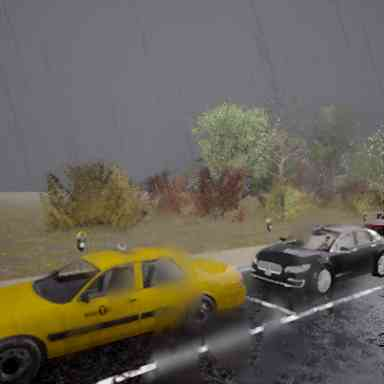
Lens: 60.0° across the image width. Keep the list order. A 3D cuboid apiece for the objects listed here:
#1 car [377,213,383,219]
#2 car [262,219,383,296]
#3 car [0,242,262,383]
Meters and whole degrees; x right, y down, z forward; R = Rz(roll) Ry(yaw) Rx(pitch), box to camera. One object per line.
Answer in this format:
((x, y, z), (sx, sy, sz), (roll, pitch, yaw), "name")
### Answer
((8.051, 1.289, 11.824), (5.009, 1.841, 2.192), (0, 1, -35), "car")
((3.447, 1.535, 8.545), (4.403, 1.369, 2.008), (0, 1, -35), "car")
((-1.296, 1.521, 5.164), (4.829, 1.417, 1.752), (0, 1, -35), "car")
